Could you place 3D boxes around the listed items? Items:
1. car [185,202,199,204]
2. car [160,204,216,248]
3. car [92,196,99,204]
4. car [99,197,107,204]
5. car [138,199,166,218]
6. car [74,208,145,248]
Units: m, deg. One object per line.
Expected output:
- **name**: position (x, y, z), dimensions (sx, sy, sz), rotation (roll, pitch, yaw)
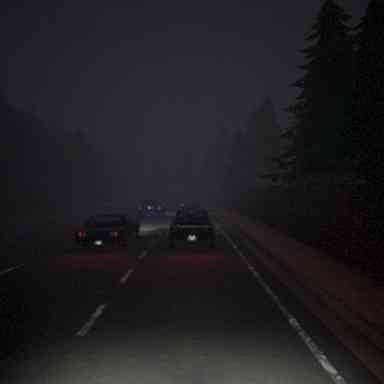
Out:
- **car**: position (0.000, 1.570, 29.650), dimensions (1.994, 1.385, 4.181), rotation (0, 0, 0)
- **car**: position (0.000, 1.492, 14.650), dimensions (2.128, 1.511, 4.902), rotation (0, 0, 0)
- **car**: position (-20.244, 1.653, 61.671), dimensions (4.718, 1.301, 1.895), rotation (0, 0, 21)
- **car**: position (-19.015, 1.510, 64.948), dimensions (5.008, 1.535, 1.882), rotation (0, 0, 21)
- **car**: position (-3.500, 1.363, 29.620), dimensions (2.097, 1.767, 4.553), rotation (0, 0, 0)
- **car**: position (-3.500, 1.613, 14.680), dimensions (1.895, 1.301, 4.718), rotation (0, 0, 0)
